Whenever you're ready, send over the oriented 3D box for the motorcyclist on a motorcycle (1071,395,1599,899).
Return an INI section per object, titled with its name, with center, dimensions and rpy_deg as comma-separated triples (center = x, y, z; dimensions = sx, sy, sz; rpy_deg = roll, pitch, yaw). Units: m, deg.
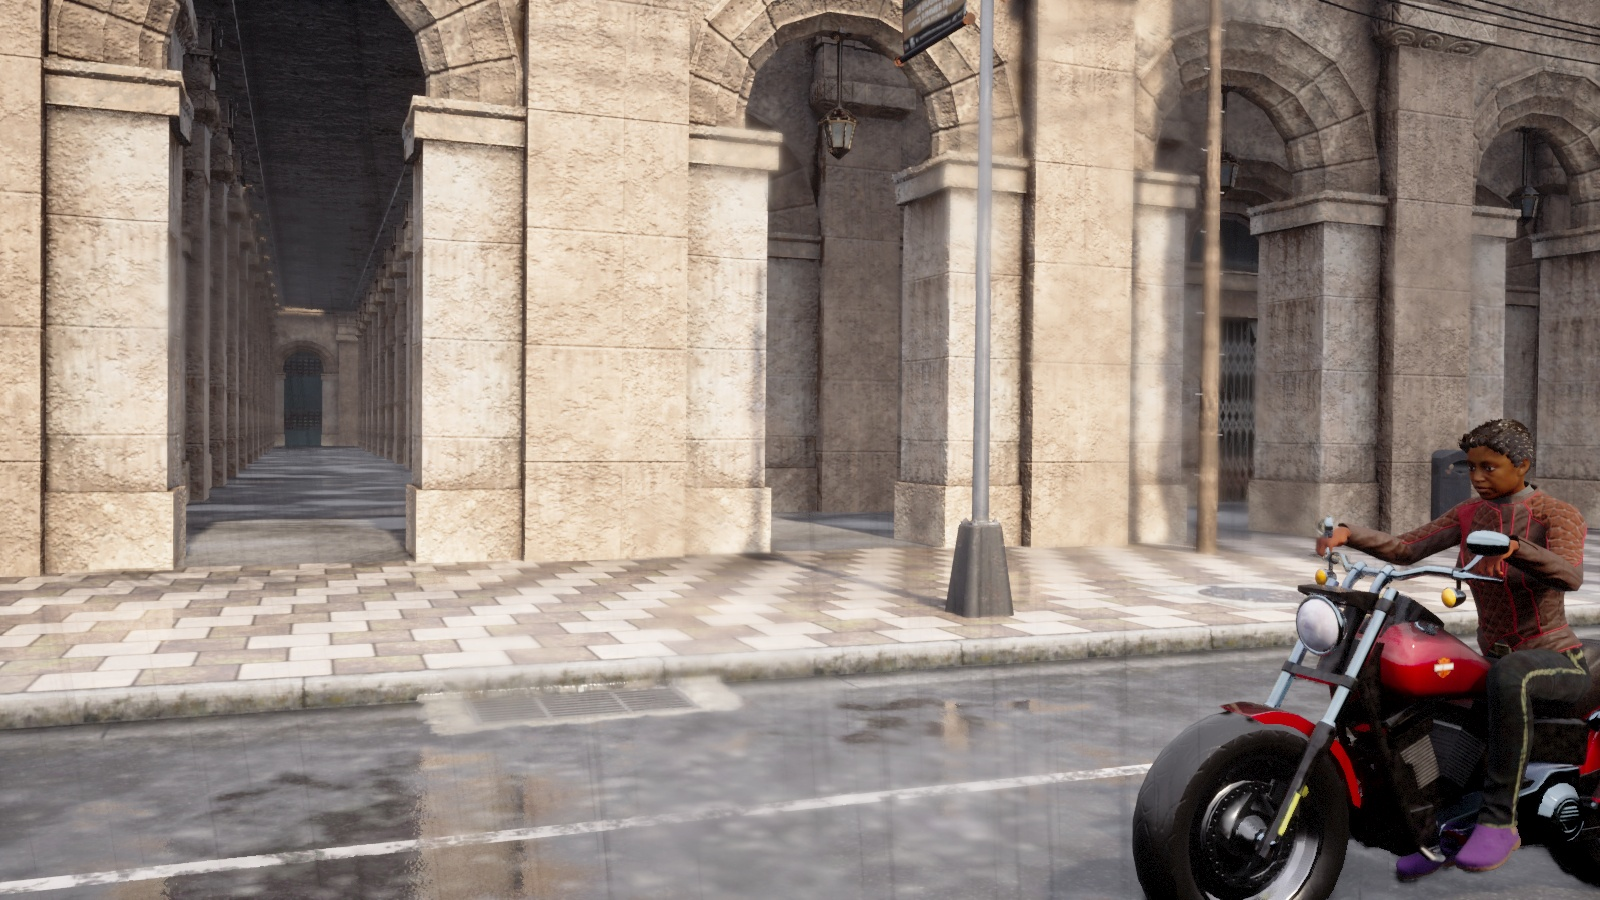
[motorcyclist on a motorcycle]
center = 2.107, 0.660, 4.062
dimensions = 2.350, 1.649, 0.766
rpy_deg = -1, 1, -21
